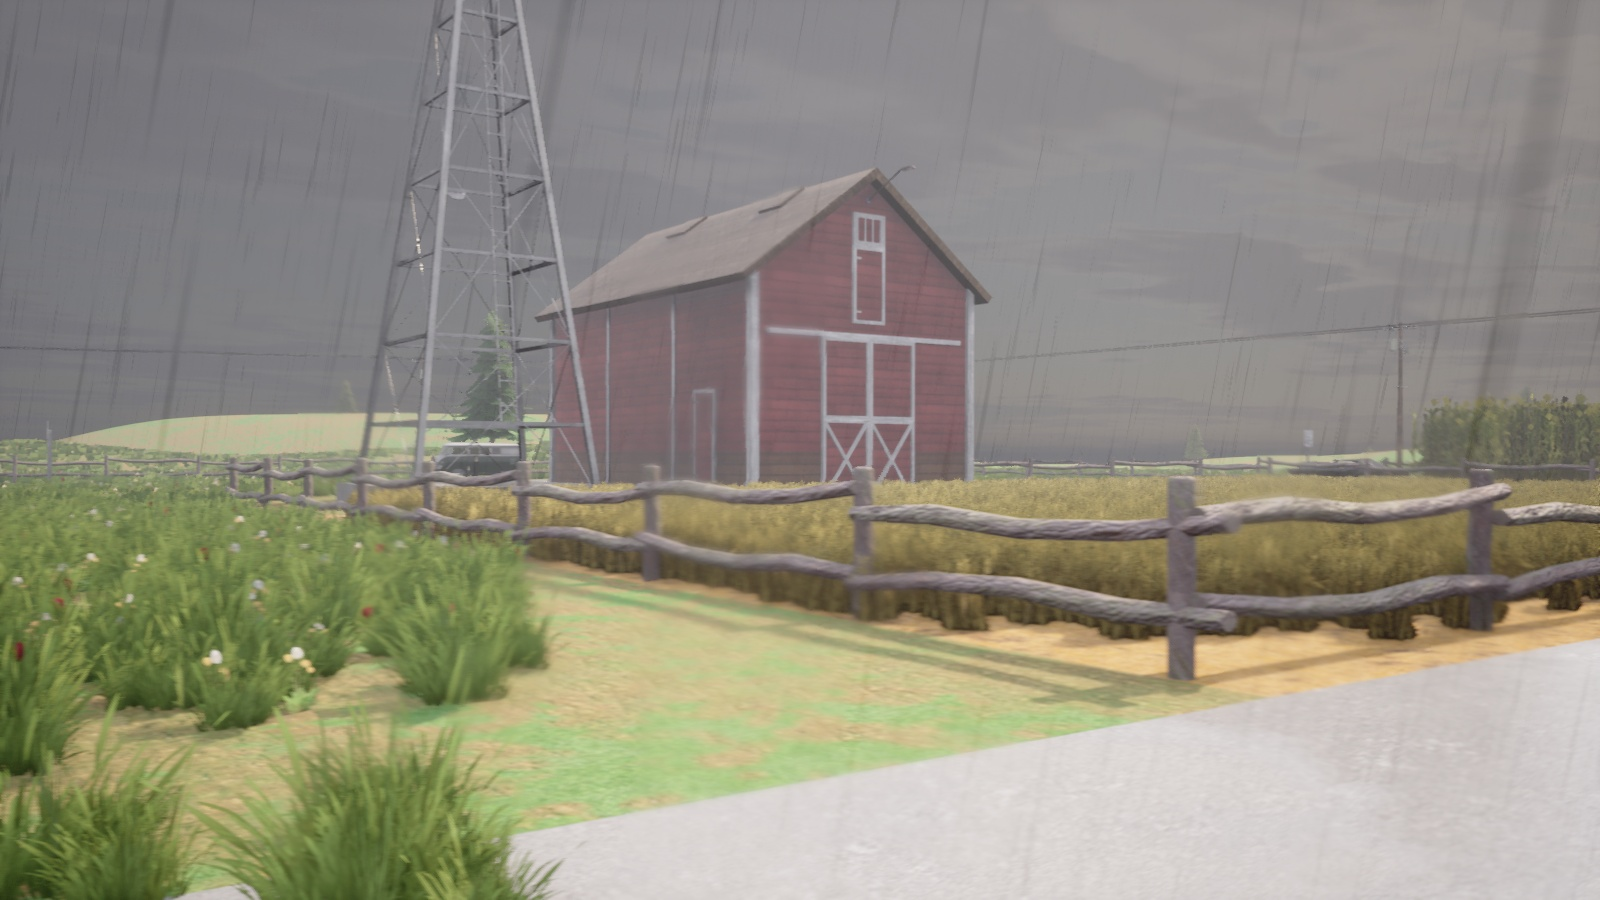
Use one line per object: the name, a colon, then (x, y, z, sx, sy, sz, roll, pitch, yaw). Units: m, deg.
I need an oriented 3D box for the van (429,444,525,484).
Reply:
van: (-16.498, 0.690, 64.249, 4.442, 1.987, 1.775, 0, 0, -29)

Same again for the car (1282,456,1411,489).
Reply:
car: (23.060, 0.927, 53.193, 1.895, 1.301, 4.718, 0, 0, -35)
